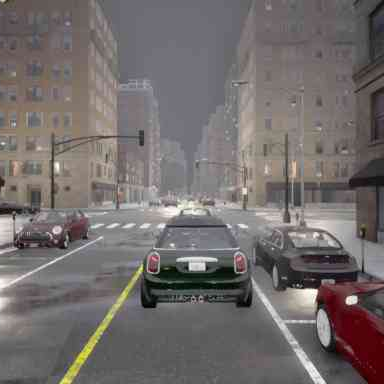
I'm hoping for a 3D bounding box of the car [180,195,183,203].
[{"bbox_3d":[-3.131,1.661,60.106,1.895,1.301,4.718,0,0,0],"label":"car"}]

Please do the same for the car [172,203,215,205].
[{"bbox_3d":[0.135,1.497,15.443,2.128,1.511,4.902,0,0,0],"label":"car"}]

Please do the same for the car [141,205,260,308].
[{"bbox_3d":[0.068,1.354,8.088,2.097,1.767,4.553,0,0,-1],"label":"car"}]

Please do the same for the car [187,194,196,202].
[{"bbox_3d":[-0.198,1.706,80.174,1.895,1.301,4.718,0,0,0],"label":"car"}]

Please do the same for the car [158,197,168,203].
[{"bbox_3d":[-5.975,1.665,69.138,1.802,1.307,4.206,0,0,0],"label":"car"}]

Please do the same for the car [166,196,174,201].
[{"bbox_3d":[-6.131,1.727,91.170,1.947,1.339,4.313,0,0,0],"label":"car"}]

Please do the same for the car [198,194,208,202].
[{"bbox_3d":[2.588,1.595,63.855,1.752,1.417,4.829,0,0,0],"label":"car"}]

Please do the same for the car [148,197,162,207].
[{"bbox_3d":[-5.858,1.595,52.614,2.008,1.369,4.403,0,0,0],"label":"car"}]

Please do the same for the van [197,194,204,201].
[{"bbox_3d":[2.396,1.503,91.220,1.690,1.788,3.998,0,0,0],"label":"van"}]

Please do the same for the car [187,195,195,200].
[{"bbox_3d":[-0.269,1.542,90.149,1.994,1.385,4.181,0,0,0],"label":"car"}]

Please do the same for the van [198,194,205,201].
[{"bbox_3d":[2.435,1.481,85.714,1.690,1.788,3.998,0,0,0],"label":"van"}]

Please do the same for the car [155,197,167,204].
[{"bbox_3d":[-5.936,1.613,63.630,1.887,1.381,4.507,0,0,0],"label":"car"}]

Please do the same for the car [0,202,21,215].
[{"bbox_3d":[-16.318,1.531,30.289,4.718,1.301,1.895,0,0,0],"label":"car"}]

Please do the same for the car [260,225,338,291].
[{"bbox_3d":[2.696,1.553,8.744,2.008,1.369,4.403,0,0,0],"label":"car"}]

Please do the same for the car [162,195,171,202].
[{"bbox_3d":[-6.052,1.558,80.154,1.967,1.590,4.097,0,0,0],"label":"car"}]

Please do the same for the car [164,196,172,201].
[{"bbox_3d":[-6.092,1.721,85.662,1.802,1.307,4.206,0,0,0],"label":"car"}]

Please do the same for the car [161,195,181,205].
[{"bbox_3d":[-3.078,1.588,50.289,2.033,1.411,5.357,0,0,-1],"label":"car"}]

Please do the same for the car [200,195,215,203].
[{"bbox_3d":[2.667,1.590,52.671,1.887,1.381,4.507,0,0,0],"label":"car"}]

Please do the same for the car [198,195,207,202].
[{"bbox_3d":[2.473,1.559,80.205,1.967,1.590,4.097,0,0,0],"label":"car"}]

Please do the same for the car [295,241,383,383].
[{"bbox_3d":[2.683,1.545,3.252,1.887,1.381,4.507,0,0,0],"label":"car"}]

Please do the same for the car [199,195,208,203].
[{"bbox_3d":[2.512,1.540,74.699,1.967,1.590,4.097,0,0,0],"label":"car"}]

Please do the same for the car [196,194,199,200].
[{"bbox_3d":[2.551,1.399,69.192,2.192,1.841,5.009,0,0,0],"label":"car"}]

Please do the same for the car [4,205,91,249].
[{"bbox_3d":[-5.816,1.445,14.252,1.967,1.590,4.097,0,0,0],"label":"car"}]
